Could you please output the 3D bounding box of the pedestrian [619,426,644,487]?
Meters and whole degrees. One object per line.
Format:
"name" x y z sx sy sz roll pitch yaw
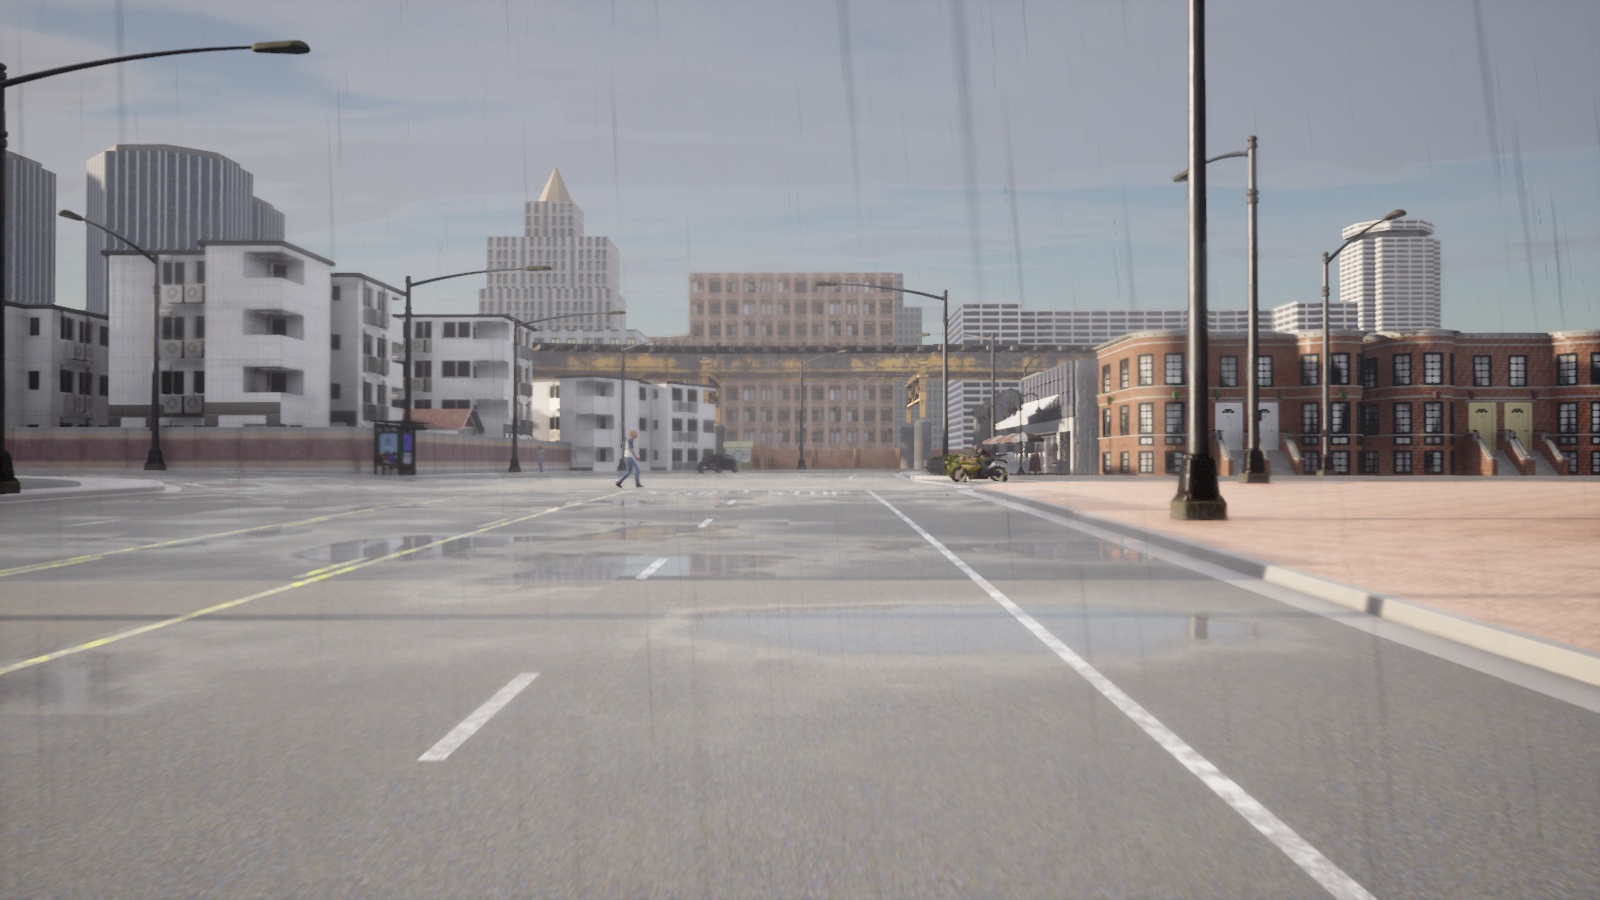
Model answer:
"pedestrian" -5.120 0.206 38.192 0.706 1.836 0.354 0 -1 -3

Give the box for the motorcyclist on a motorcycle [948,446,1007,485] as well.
"motorcyclist on a motorcycle" 7.011 0.597 49.626 2.191 1.530 0.866 0 0 0

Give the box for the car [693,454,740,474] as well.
"car" -6.264 1.047 94.648 1.816 1.474 4.193 0 -1 23
